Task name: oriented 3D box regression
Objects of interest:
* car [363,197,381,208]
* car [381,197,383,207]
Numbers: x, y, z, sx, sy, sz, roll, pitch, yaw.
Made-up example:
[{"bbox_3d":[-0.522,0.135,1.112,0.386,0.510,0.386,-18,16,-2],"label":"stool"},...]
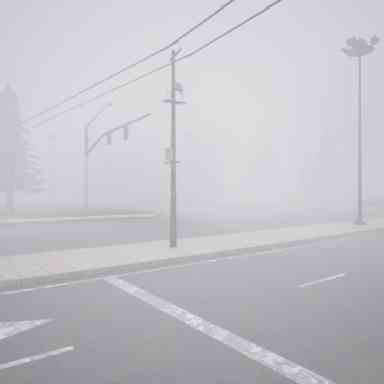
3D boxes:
[{"bbox_3d":[25.924,1.459,46.693,5.008,1.535,1.882,0,0,-35],"label":"car"},{"bbox_3d":[27.598,1.203,43.598,5.566,2.045,2.150,0,0,-36],"label":"car"}]
